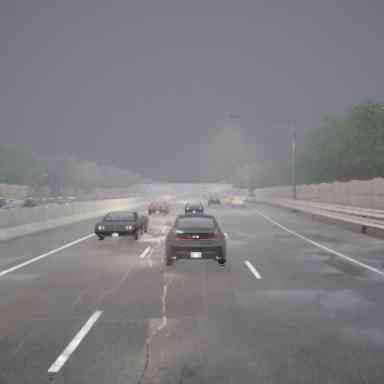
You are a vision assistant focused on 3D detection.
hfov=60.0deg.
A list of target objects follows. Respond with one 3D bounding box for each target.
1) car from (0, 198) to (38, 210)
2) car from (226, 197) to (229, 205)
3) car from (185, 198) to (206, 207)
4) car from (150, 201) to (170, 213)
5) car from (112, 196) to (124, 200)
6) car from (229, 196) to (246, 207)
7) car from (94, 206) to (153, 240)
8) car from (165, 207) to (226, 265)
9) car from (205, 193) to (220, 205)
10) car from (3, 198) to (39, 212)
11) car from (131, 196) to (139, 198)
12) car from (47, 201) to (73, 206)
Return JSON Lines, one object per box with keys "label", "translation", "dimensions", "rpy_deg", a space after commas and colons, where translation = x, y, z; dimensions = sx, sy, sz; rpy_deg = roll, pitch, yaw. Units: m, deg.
{"label": "car", "translation": [-17.464, 1.531, 33.921], "dimensions": [1.812, 1.442, 4.674], "rpy_deg": [0, 0, 1]}
{"label": "car", "translation": [7.414, 1.538, 62.628], "dimensions": [1.882, 1.535, 5.008], "rpy_deg": [0, 0, 1]}
{"label": "car", "translation": [0.228, 1.608, 34.137], "dimensions": [1.895, 1.301, 4.718], "rpy_deg": [0, 0, 0]}
{"label": "car", "translation": [-3.272, 1.607, 34.093], "dimensions": [1.895, 1.301, 4.718], "rpy_deg": [0, 0, 0]}
{"label": "car", "translation": [-16.895, 1.519, 76.139], "dimensions": [2.033, 1.411, 5.357], "rpy_deg": [0, 0, 1]}
{"label": "car", "translation": [7.161, 1.558, 51.416], "dimensions": [1.812, 1.442, 4.674], "rpy_deg": [0, 0, 2]}
{"label": "car", "translation": [-3.365, 1.602, 16.848], "dimensions": [1.895, 1.301, 4.718], "rpy_deg": [0, 0, 0]}
{"label": "car", "translation": [0.119, 1.506, 11.705], "dimensions": [1.837, 1.490, 4.892], "rpy_deg": [0, 0, 0]}
{"label": "car", "translation": [3.872, 1.399, 59.166], "dimensions": [2.097, 1.767, 4.553], "rpy_deg": [0, 0, 1]}
{"label": "car", "translation": [-20.884, 1.517, 40.916], "dimensions": [1.837, 1.490, 4.892], "rpy_deg": [0, 0, 1]}
{"label": "car", "translation": [-13.368, 1.520, 77.861], "dimensions": [1.895, 1.301, 4.718], "rpy_deg": [0, 0, 1]}
{"label": "car", "translation": [-13.954, 1.608, 35.739], "dimensions": [1.895, 1.301, 4.718], "rpy_deg": [0, 0, 1]}
